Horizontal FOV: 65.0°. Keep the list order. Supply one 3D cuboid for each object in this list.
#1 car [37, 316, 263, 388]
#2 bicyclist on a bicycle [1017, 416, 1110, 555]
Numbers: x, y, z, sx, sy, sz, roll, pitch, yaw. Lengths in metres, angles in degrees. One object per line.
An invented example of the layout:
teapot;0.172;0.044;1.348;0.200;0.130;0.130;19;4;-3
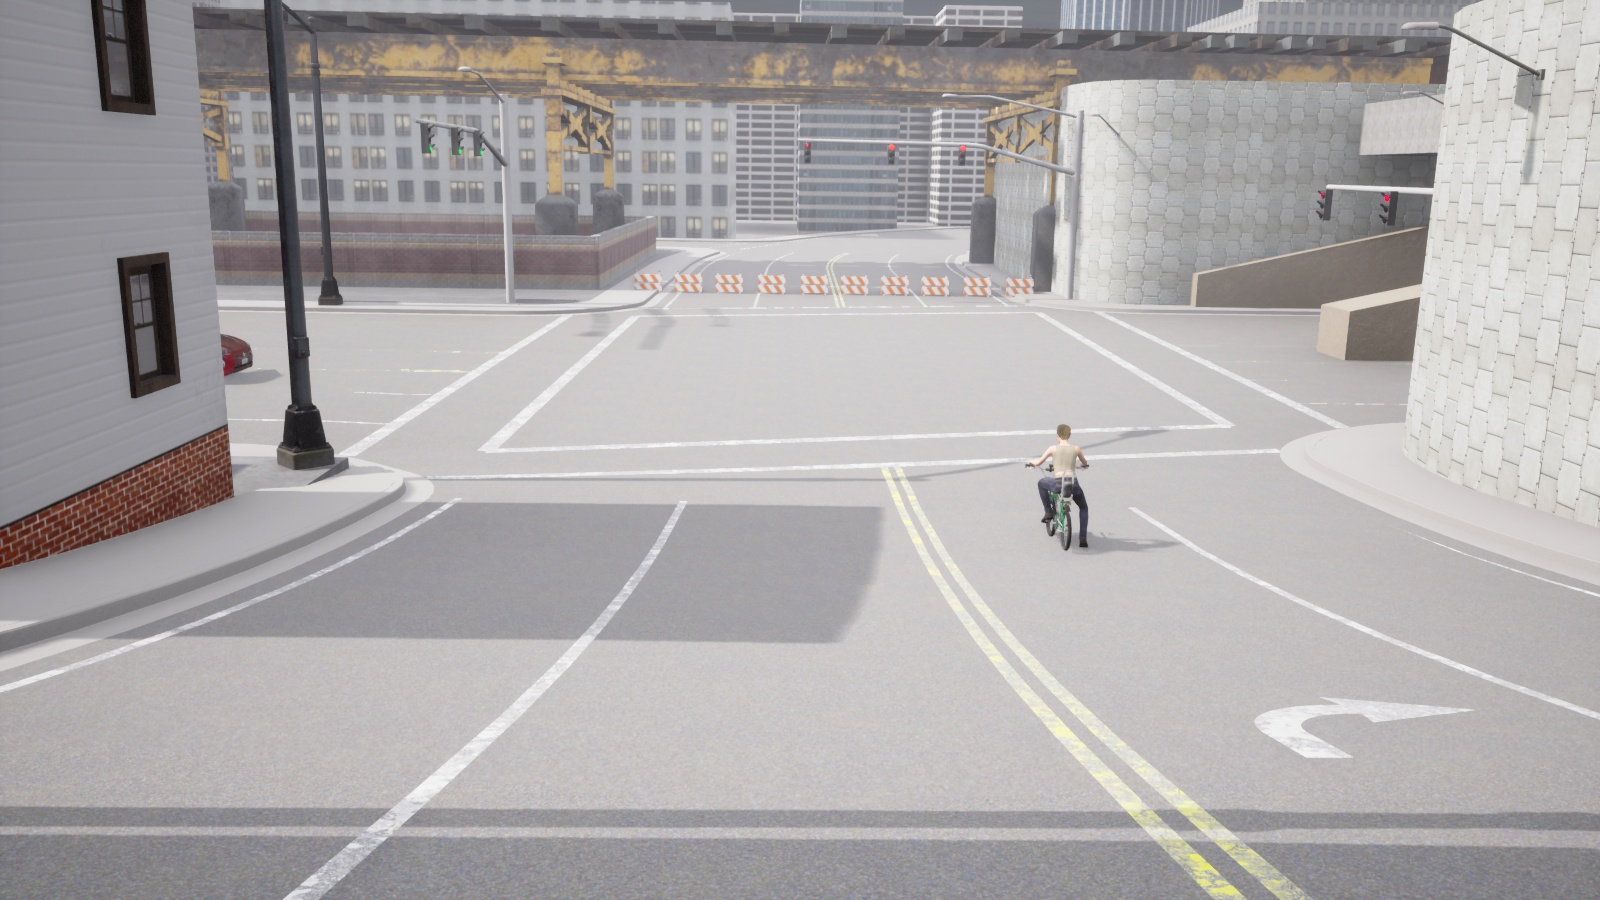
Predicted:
car;-16.282;-2.487;31.646;4.514;1.525;2.007;0;12;0
bicyclist on a bicycle;3.453;0.432;16.596;0.866;1.612;1.509;0;7;0
